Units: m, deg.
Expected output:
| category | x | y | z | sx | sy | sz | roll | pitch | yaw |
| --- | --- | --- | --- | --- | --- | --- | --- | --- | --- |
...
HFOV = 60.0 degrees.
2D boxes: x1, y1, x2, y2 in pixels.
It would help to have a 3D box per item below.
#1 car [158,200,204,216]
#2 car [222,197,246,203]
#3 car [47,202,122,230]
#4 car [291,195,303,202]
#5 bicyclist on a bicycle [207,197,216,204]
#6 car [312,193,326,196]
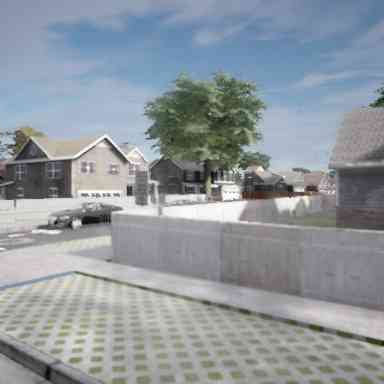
| category | x | y | z | sx | sy | sz | roll | pitch | yaw |
| --- | --- | --- | --- | --- | --- | --- | --- | --- | --- |
| car | -0.874 | 1.361 | 28.687 | 2.033 | 1.411 | 5.357 | 0 | 1 | 34 |
| car | 4.738 | 1.296 | 36.996 | 1.994 | 1.385 | 4.181 | 0 | 1 | 34 |
| car | -6.412 | 1.384 | 20.455 | 2.128 | 1.511 | 4.902 | 0 | 1 | 34 |
| car | 14.757 | 1.153 | 46.296 | 1.812 | 1.442 | 4.674 | 0 | 1 | 36 |
| bicyclist on a bicycle | 1.250 | 1.171 | 21.344 | 1.656 | 1.620 | 0.582 | 0 | 0 | 34 |
| car | 20.986 | 0.889 | 54.454 | 2.097 | 1.767 | 4.553 | 0 | 1 | 38 |
